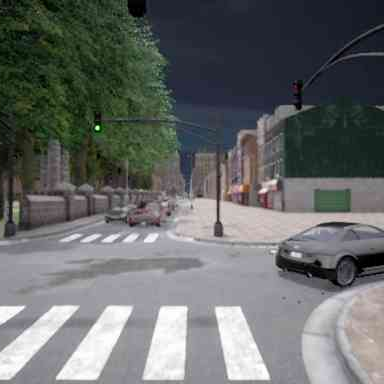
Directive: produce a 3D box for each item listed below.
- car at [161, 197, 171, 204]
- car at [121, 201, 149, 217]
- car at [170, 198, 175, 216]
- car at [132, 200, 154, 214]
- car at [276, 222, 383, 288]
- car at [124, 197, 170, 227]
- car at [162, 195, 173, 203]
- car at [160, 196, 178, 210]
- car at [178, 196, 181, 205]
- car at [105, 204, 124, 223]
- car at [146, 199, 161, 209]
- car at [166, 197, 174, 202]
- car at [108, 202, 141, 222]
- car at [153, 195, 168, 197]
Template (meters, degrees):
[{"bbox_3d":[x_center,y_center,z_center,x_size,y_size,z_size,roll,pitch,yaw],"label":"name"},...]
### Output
[{"bbox_3d":[-5.935,1.896,76.561,1.752,1.417,4.829,1,0,0],"label":"car"},{"bbox_3d":[-5.561,1.666,33.130,2.008,1.369,4.403,1,0,0],"label":"car"},{"bbox_3d":[-3.028,1.642,33.472,1.812,1.442,4.674,0,0,0],"label":"car"},{"bbox_3d":[-5.608,1.704,38.580,1.947,1.339,4.313,1,0,0],"label":"car"},{"bbox_3d":[4.357,1.512,9.066,4.181,1.385,1.994,0,-2,-27],"label":"car"},{"bbox_3d":[-3.020,1.429,23.290,2.097,1.767,4.553,0,0,1],"label":"car"},{"bbox_3d":[-5.979,1.730,82.182,2.192,1.841,5.009,1,0,0],"label":"car"},{"bbox_3d":[-3.121,1.668,43.725,1.837,1.490,4.892,0,0,-1],"label":"car"},{"bbox_3d":[-3.166,1.817,53.725,1.895,1.301,4.718,0,0,0],"label":"car"},{"bbox_3d":[-5.527,1.638,25.995,2.008,1.369,4.403,1,0,0],"label":"car"},{"bbox_3d":[-5.703,1.774,49.480,1.802,1.307,4.206,1,0,0],"label":"car"},{"bbox_3d":[-6.076,2.032,92.911,1.752,1.417,4.829,1,-1,0],"label":"car"},{"bbox_3d":[-5.568,1.620,27.969,1.752,1.417,4.829,1,0,0],"label":"car"},{"bbox_3d":[-5.744,1.538,54.931,2.192,1.841,5.009,1,0,0],"label":"car"}]
